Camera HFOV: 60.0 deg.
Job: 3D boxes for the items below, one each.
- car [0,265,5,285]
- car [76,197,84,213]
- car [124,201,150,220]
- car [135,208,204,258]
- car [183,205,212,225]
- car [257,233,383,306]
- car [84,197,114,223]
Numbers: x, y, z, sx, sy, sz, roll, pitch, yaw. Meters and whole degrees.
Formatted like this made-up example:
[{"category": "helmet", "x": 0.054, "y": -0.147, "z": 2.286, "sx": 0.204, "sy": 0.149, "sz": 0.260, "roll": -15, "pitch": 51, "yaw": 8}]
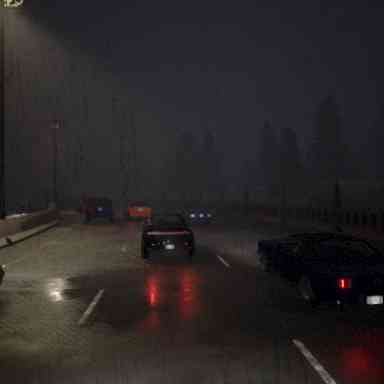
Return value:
[{"category": "car", "x": -4.696, "y": 1.511, "z": 4.757, "sx": 1.801, "sy": 1.575, "sz": 5.366, "roll": 0, "pitch": 0, "yaw": -3}, {"category": "car", "x": -13.641, "y": 1.615, "z": 43.277, "sx": 2.150, "sy": 2.045, "sz": 5.566, "roll": 0, "pitch": 0, "yaw": -26}, {"category": "car", "x": -5.177, "y": 1.619, "z": 31.312, "sx": 2.097, "sy": 1.767, "sz": 4.553, "roll": 0, "pitch": 0, "yaw": -17}, {"category": "car", "x": -1.050, "y": 1.602, "z": 13.324, "sx": 2.128, "sy": 1.511, "sz": 4.902, "roll": 0, "pitch": 0, "yaw": -8}, {"category": "car", "x": 0.051, "y": 1.755, "z": 26.097, "sx": 2.033, "sy": 1.411, "sz": 5.357, "roll": 0, "pitch": 0, "yaw": -14}, {"category": "car", "x": 3.078, "y": 1.656, "z": 8.146, "sx": 1.895, "sy": 1.301, "sz": 4.718, "roll": 0, "pitch": 0, "yaw": -5}, {"category": "car", "x": -8.016, "y": 1.481, "z": 28.877, "sx": 2.150, "sy": 2.045, "sz": 5.566, "roll": 0, "pitch": 0, "yaw": -17}]
